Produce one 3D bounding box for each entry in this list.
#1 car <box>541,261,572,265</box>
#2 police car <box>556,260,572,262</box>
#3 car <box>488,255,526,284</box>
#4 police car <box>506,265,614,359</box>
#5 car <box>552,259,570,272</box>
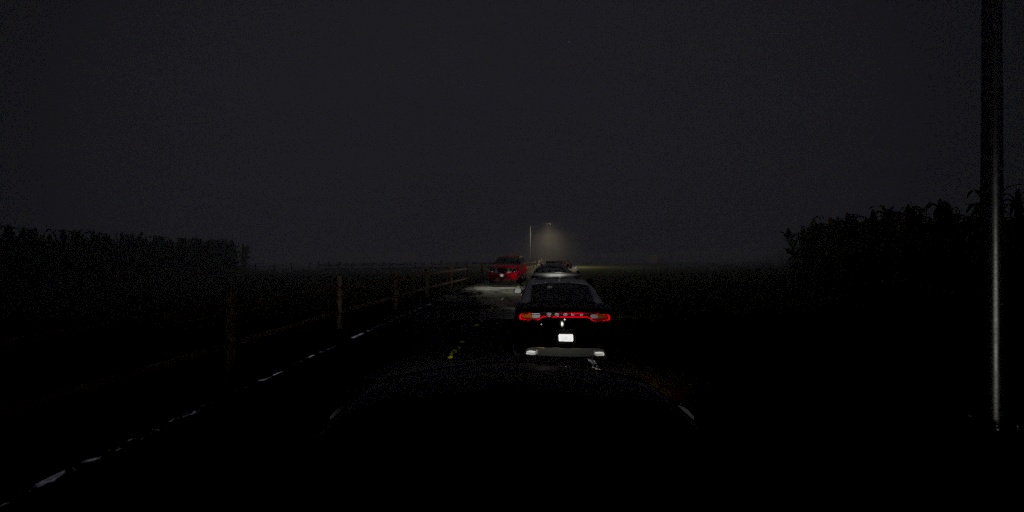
[{"bbox_3d":[1.984,1.218,18.319,1.882,1.535,5.008,0,0,7],"label":"car"},{"bbox_3d":[2.878,1.159,24.272,1.930,1.638,5.238,0,0,10],"label":"police car"},{"bbox_3d":[-0.195,0.955,26.848,2.150,2.045,5.566,0,0,10],"label":"car"},{"bbox_3d":[1.064,1.173,8.625,1.930,1.638,5.238,0,0,3],"label":"police car"},{"bbox_3d":[6.278,1.188,45.345,1.882,1.535,5.008,0,0,12],"label":"car"}]
